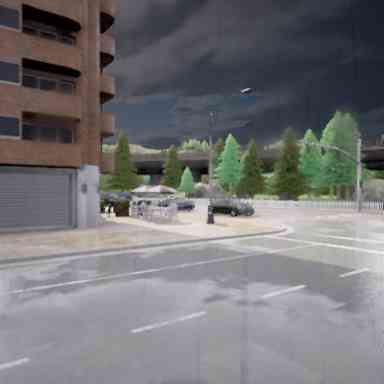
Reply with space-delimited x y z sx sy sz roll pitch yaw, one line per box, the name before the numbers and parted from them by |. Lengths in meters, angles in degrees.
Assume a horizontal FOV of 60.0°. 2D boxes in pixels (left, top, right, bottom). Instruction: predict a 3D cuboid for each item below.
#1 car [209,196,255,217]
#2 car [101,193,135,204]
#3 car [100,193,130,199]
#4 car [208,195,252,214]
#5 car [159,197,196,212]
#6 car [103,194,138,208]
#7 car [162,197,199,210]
car | 3.564 1.279 30.324 2.097 1.767 4.553 0 0 -36
car | -13.318 1.147 59.686 5.566 2.045 2.150 0 0 17
car | -12.763 1.143 52.047 5.566 2.045 2.150 1 0 24
car | 3.993 1.276 35.682 2.097 1.767 4.553 0 0 -36
car | -1.938 1.475 38.039 2.033 1.411 5.357 0 0 -36
car | -9.710 1.432 46.283 4.892 1.490 1.837 1 0 34
car | -1.539 1.416 42.963 2.128 1.511 4.902 0 0 -40
